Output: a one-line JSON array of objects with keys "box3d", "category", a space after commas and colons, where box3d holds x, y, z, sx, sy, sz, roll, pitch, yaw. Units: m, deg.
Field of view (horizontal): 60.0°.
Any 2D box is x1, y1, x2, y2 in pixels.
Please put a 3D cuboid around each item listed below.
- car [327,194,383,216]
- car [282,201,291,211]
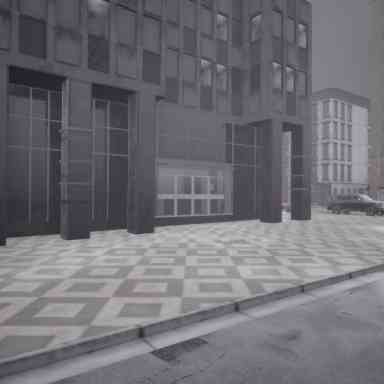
[{"box3d": [15.795, 1.190, 31.887, 2.150, 2.045, 5.566, 1, -1, -36], "category": "car"}, {"box3d": [9.965, 1.499, 40.005, 1.812, 1.442, 4.674, 1, 0, -36], "category": "car"}]
